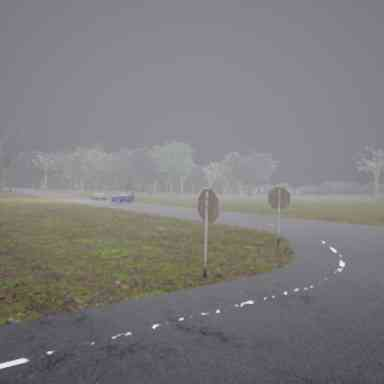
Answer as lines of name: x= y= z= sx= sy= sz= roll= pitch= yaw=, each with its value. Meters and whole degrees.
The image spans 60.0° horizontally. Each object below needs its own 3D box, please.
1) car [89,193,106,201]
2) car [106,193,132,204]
car: x=-16.876 y=0.812 z=59.699 sx=2.033 sy=1.411 sz=5.357 roll=2 pitch=0 yaw=-35
car: x=-10.953 y=0.943 z=51.129 sx=1.882 sy=1.535 sz=5.008 roll=2 pitch=0 yaw=-35
